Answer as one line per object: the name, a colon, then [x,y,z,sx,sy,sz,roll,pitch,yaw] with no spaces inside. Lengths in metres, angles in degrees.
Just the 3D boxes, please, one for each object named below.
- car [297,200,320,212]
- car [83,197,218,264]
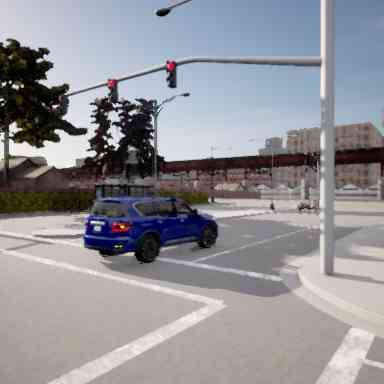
car: [13.530,1.548,37.625,1.895,1.301,4.718,0,0,36]
car: [-1.236,1.186,12.131,2.150,2.045,5.566,0,0,37]
